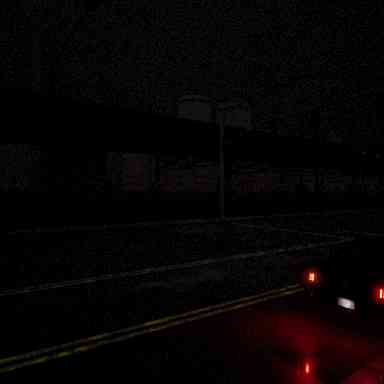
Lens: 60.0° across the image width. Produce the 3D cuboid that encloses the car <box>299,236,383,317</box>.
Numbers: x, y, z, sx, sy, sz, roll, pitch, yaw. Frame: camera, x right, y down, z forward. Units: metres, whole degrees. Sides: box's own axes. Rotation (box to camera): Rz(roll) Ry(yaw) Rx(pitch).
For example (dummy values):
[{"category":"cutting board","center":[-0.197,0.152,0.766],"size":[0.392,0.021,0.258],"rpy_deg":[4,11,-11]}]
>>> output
[{"category":"car","center":[4.439,1.601,6.919],"size":[4.718,1.301,1.895],"rpy_deg":[0,0,-35]}]
